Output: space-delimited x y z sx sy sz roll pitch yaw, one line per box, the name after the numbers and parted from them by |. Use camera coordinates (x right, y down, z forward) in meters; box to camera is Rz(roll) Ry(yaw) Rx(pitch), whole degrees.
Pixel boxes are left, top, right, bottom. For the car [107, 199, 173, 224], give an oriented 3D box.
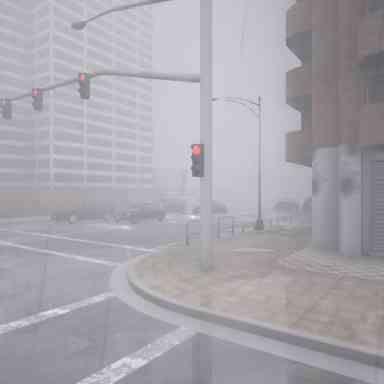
-3.840 1.526 25.193 1.812 1.442 4.674 0 0 35 | car

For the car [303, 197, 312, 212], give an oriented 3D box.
14.500 1.352 38.698 2.097 1.767 4.553 0 0 35 | car

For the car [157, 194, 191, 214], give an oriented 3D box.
-2.566 1.352 33.074 2.097 1.767 4.553 0 0 35 | car

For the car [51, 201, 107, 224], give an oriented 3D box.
-8.141 1.478 25.206 1.882 1.535 5.008 0 0 35 | car

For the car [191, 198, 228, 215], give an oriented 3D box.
1.855 1.564 33.247 1.994 1.385 4.181 0 0 36 | car

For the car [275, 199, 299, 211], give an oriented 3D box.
11.620 1.526 40.716 1.812 1.442 4.674 0 0 35 | car
